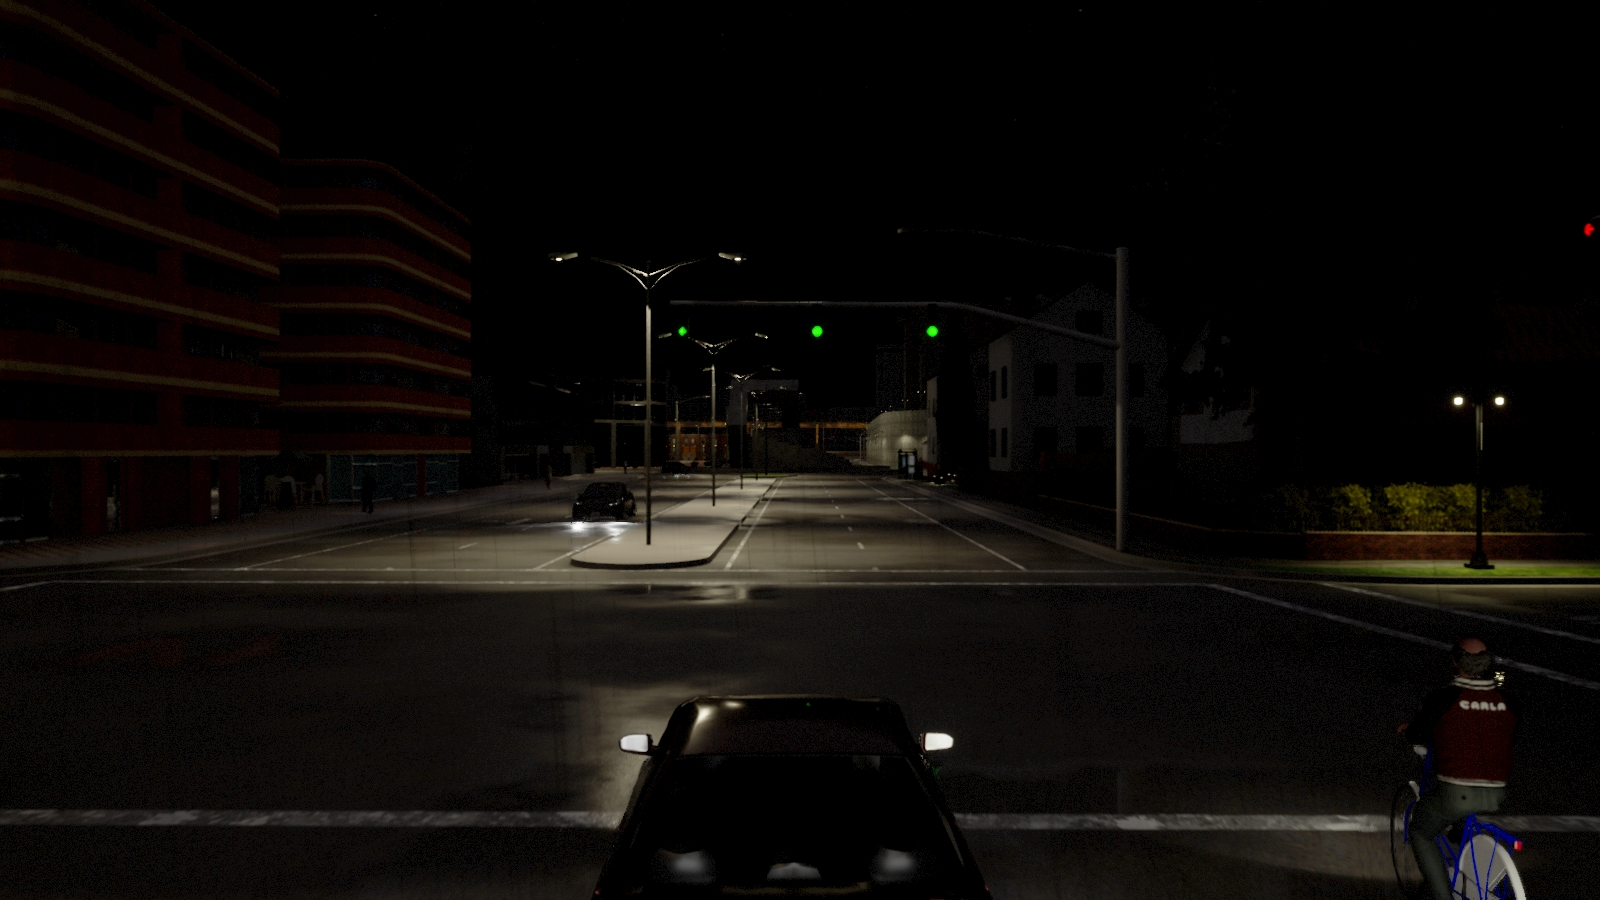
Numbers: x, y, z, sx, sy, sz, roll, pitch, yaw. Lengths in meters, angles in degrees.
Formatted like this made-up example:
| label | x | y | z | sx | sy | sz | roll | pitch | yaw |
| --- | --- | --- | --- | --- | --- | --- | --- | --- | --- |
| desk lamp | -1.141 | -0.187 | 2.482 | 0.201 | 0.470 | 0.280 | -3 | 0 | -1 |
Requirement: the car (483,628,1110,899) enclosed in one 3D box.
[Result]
| label | x | y | z | sx | sy | sz | roll | pitch | yaw |
| --- | --- | --- | --- | --- | --- | --- | --- | --- | --- |
| car | -0.056 | 2.042 | 5.915 | 2.007 | 1.525 | 4.514 | 0 | 0 | -1 |

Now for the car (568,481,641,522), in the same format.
| label | x | y | z | sx | sy | sz | roll | pitch | yaw |
| --- | --- | --- | --- | --- | --- | --- | --- | --- | --- |
| car | -7.931 | 2.074 | 46.881 | 2.163 | 1.488 | 4.792 | 0 | 0 | 0 |

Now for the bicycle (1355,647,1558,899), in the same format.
| label | x | y | z | sx | sy | sz | roll | pitch | yaw |
| --- | --- | --- | --- | --- | --- | --- | --- | --- | --- |
| bicycle | 3.714 | 2.050 | 6.605 | 0.329 | 1.496 | 1.835 | 1 | 0 | 8 |
